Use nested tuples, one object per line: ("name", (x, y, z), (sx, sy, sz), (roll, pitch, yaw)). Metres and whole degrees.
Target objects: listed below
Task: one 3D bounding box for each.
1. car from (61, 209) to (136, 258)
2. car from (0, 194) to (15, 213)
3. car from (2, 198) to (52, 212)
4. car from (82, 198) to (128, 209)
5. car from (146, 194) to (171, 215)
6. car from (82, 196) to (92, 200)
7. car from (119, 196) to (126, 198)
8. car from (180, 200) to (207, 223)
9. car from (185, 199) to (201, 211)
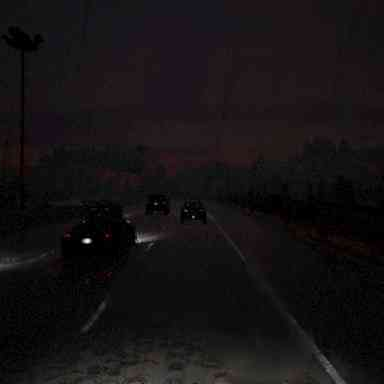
("car", (-3.401, 1.562, 12.788), (1.994, 1.385, 4.181), (0, 0, 0))
("car", (-17.599, 1.231, 29.371), (2.150, 2.045, 5.566), (0, 0, 0))
("car", (-14.097, 1.500, 29.398), (2.128, 1.511, 4.902), (0, 0, 0))
("car", (-6.901, 1.497, 26.965), (2.128, 1.511, 4.902), (0, 0, 0))
("car", (-3.402, 1.236, 34.190), (2.150, 2.045, 5.566), (0, 0, 0))
("car", (-21.549, 1.649, 68.898), (1.812, 1.442, 4.674), (0, 0, -7))
("car", (-14.636, 1.626, 70.066), (1.837, 1.490, 4.892), (0, 0, -7))
("car", (0.099, 1.497, 25.195), (2.128, 1.511, 4.902), (0, 0, 0))
("car", (0.099, 1.633, 42.957), (1.895, 1.301, 4.718), (0, 0, 0))
